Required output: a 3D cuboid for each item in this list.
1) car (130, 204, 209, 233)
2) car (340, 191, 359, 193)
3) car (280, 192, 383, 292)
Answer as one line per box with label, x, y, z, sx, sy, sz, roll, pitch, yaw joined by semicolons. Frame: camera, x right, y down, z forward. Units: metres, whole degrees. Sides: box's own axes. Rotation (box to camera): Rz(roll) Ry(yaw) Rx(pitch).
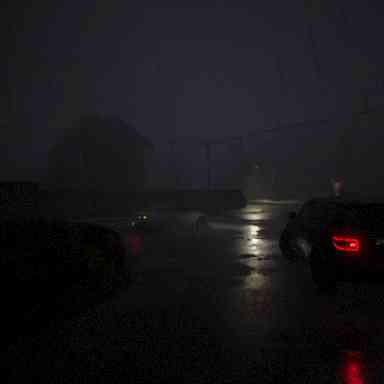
car;-1.218;1.429;19.095;4.674;1.442;1.812;-1;0;-33
car;15.212;0.935;33.027;2.150;2.045;5.566;1;1;13
car;3.944;1.147;8.788;2.150;2.045;5.566;0;0;5
